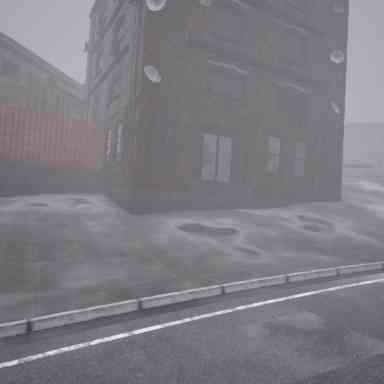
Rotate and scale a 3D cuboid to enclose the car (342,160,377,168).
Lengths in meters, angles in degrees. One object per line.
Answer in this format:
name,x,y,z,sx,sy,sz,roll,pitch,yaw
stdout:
car,20.980,-3.284,42.396,4.553,1.767,2.185,2,-3,14
